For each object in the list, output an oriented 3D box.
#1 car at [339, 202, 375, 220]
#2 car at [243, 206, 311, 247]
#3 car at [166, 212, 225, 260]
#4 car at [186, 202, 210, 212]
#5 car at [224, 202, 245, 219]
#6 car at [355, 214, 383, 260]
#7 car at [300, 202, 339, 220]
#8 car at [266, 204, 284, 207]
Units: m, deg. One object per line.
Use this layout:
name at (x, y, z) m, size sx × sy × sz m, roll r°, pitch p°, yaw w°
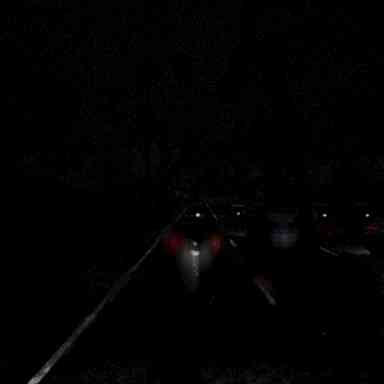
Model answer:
car at (14.556, 1.677, 29.905) m, size 1.837 × 1.490 × 4.892 m, roll 0°, pitch 0°, yaw 1°
car at (3.708, 1.615, 15.399) m, size 1.812 × 1.442 × 4.674 m, roll 0°, pitch 0°, yaw 1°
car at (0.161, 1.675, 12.786) m, size 1.895 × 1.301 × 4.718 m, roll 0°, pitch 0°, yaw 1°
car at (0.559, 1.679, 30.189) m, size 1.837 × 1.490 × 4.892 m, roll 0°, pitch 0°, yaw 1°
car at (4.067, 1.705, 31.074) m, size 1.812 × 1.442 × 4.674 m, roll 0°, pitch 0°, yaw 1°
car at (7.090, 1.603, 9.612) m, size 2.033 × 1.411 × 5.357 m, roll 0°, pitch 0°, yaw 1°
car at (11.057, 1.678, 29.985) m, size 1.837 × 1.490 × 4.892 m, roll 0°, pitch 0°, yaw 1°
car at (7.569, 1.740, 30.595) m, size 1.994 × 1.385 × 4.181 m, roll 0°, pitch 0°, yaw 1°
